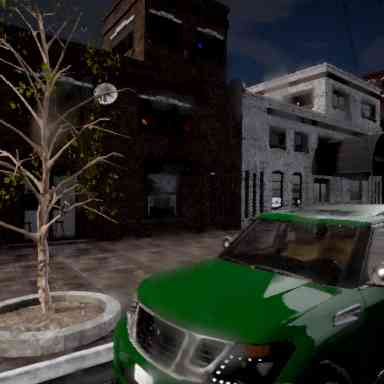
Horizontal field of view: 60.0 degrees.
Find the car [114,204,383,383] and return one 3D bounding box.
[{"bbox_3d":[1.819,1.222,4.439,5.566,2.045,2.150,0,0,-36],"label":"car"}]
